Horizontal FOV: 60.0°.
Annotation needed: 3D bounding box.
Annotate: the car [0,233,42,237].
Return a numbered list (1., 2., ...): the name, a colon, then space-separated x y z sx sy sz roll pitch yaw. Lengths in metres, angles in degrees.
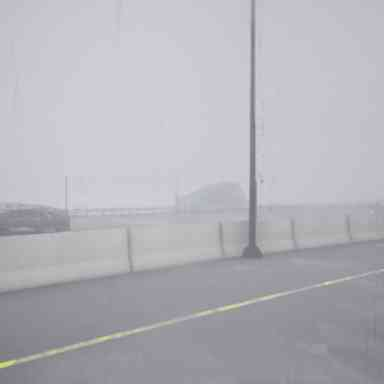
1. car: -7.880 1.570 11.192 4.718 1.301 1.895 0 0 -35

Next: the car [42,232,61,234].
1. car: -8.211 1.467 15.206 4.892 1.490 1.837 0 0 -34
